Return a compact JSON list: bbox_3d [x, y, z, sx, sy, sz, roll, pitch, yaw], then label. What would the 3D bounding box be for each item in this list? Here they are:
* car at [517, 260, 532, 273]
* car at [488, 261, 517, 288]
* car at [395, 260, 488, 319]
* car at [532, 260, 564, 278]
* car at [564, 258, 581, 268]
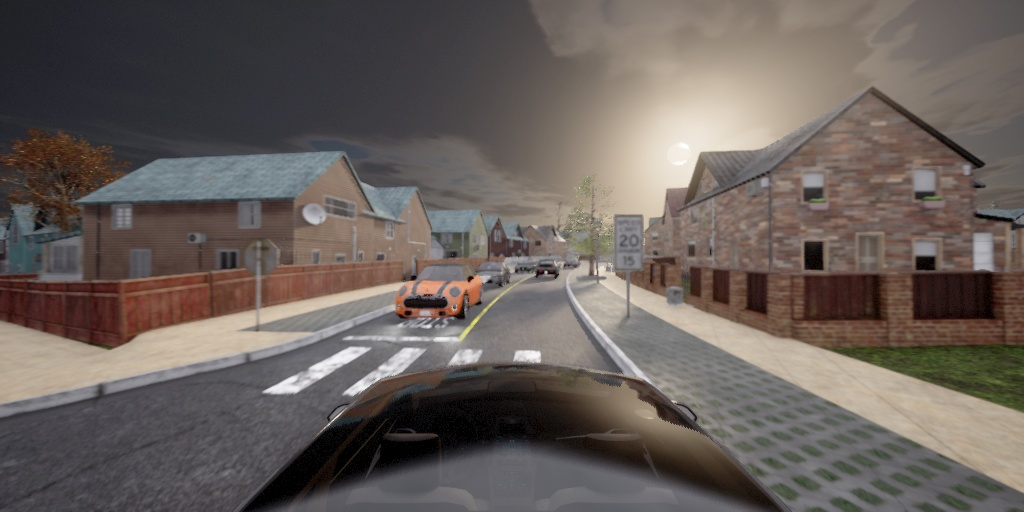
[{"bbox_3d":[1.538,1.065,37.351,1.994,1.385,4.181,0,1,13],"label":"car"},{"bbox_3d":[-1.219,1.100,22.774,2.128,1.511,4.902,0,0,8],"label":"car"},{"bbox_3d":[-2.304,1.029,12.447,2.097,1.767,4.553,0,0,5],"label":"car"},{"bbox_3d":[3.205,1.053,31.249,1.837,1.490,4.892,0,0,11],"label":"car"},{"bbox_3d":[8.616,0.934,51.193,2.033,1.411,5.357,0,1,19],"label":"car"}]
